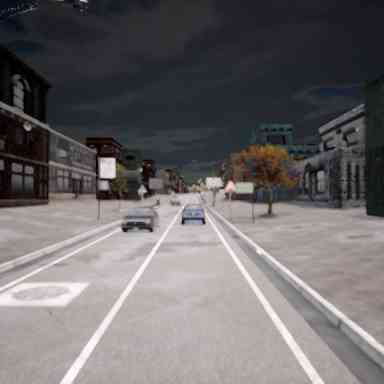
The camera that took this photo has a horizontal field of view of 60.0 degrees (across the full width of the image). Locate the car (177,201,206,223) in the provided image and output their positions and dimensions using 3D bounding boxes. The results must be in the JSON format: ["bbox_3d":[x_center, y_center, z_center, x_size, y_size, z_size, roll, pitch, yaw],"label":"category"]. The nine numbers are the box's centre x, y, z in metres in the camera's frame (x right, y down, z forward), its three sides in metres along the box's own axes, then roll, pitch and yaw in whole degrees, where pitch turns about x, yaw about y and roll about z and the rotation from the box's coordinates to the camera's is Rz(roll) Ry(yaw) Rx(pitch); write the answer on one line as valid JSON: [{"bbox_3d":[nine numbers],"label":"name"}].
[{"bbox_3d":[0.120,1.659,26.556,2.033,1.411,5.357,0,0,0],"label":"car"}]

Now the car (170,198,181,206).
[{"bbox_3d":[-3.000,1.927,62.080,1.812,1.442,4.674,0,-1,1],"label":"car"}]

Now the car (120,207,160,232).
[{"bbox_3d":[-3.082,1.642,20.928,2.033,1.411,5.357,0,0,0],"label":"car"}]
